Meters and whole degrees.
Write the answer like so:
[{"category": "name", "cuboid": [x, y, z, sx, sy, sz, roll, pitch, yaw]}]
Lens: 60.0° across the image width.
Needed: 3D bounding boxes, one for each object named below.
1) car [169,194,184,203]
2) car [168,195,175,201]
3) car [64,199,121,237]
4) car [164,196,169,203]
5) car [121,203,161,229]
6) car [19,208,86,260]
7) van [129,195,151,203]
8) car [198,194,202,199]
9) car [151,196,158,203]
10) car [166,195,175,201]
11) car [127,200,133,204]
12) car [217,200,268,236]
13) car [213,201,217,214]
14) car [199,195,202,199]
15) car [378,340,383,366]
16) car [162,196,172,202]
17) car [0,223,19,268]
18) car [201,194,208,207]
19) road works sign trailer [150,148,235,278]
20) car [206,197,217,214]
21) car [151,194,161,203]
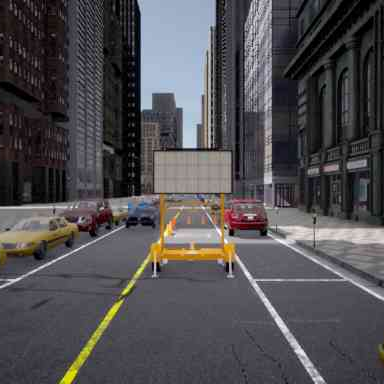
[{"category": "car", "cuboid": [-2.922, 1.535, 62.031, 1.837, 1.490, 4.892, 0, 0, 1]}, {"category": "car", "cuboid": [-5.557, 1.581, 91.420, 1.752, 1.417, 4.829, 0, 0, 0]}, {"category": "car", "cuboid": [-5.724, 1.316, 18.261, 2.192, 1.841, 5.009, 0, 0, 0]}, {"category": "car", "cuboid": [-5.635, 1.341, 57.746, 2.192, 1.841, 5.009, 0, 0, 0]}, {"category": "car", "cuboid": [-3.050, 1.603, 21.497, 1.895, 1.301, 4.718, 0, 0, 0]}, {"category": "car", "cuboid": [-5.737, 1.525, 12.450, 1.752, 1.417, 4.829, 0, 0, 0]}, {"category": "van", "cuboid": [-5.686, 1.349, 35.183, 1.690, 1.788, 3.998, 0, 0, 0]}, {"category": "car", "cuboid": [2.942, 1.591, 80.294, 1.887, 1.381, 4.507, 0, 0, 0]}, {"category": "car", "cuboid": [-5.673, 1.563, 40.823, 2.008, 1.369, 4.403, 0, 0, 0]}, {"category": "car", "cuboid": [-5.570, 1.602, 85.949, 2.008, 1.369, 4.403, 0, 0, 0]}, {"category": "car", "cuboid": [-5.711, 1.528, 23.731, 1.752, 1.417, 4.829, 0, 0, 0]}, {"category": "car", "cuboid": [2.801, 1.316, 18.249, 2.192, 1.841, 5.009, 0, 0, 0]}, {"category": "car", "cuboid": [2.814, 1.554, 23.889, 2.008, 1.369, 4.403, 0, 0, 0]}, {"category": "car", "cuboid": [2.904, 1.597, 63.372, 1.947, 1.339, 4.313, 0, 0, 0]}, {"category": "car", "cuboid": [2.763, 1.525, 1.497, 1.752, 1.417, 4.829, 0, 0, 0]}, {"category": "car", "cuboid": [-5.595, 1.607, 74.668, 1.947, 1.339, 4.313, 0, 0, 0]}, {"category": "car", "cuboid": [-5.750, 1.525, 6.809, 1.752, 1.417, 4.829, 0, 0, 0]}, {"category": "car", "cuboid": [2.878, 1.461, 52.091, 1.967, 1.590, 4.097, 0, 0, 0]}, {"category": "road works sign trailer", "cuboid": [0.023, 0.464, 10.163, 2.380, 3.560, 2.880, 0, 0, 0]}, {"category": "car", "cuboid": [2.840, 1.559, 35.170, 2.008, 1.369, 4.403, 0, 0, 0]}, {"category": "car", "cuboid": [-5.661, 1.331, 46.464, 2.192, 1.841, 5.009, 0, 0, 0]}]
